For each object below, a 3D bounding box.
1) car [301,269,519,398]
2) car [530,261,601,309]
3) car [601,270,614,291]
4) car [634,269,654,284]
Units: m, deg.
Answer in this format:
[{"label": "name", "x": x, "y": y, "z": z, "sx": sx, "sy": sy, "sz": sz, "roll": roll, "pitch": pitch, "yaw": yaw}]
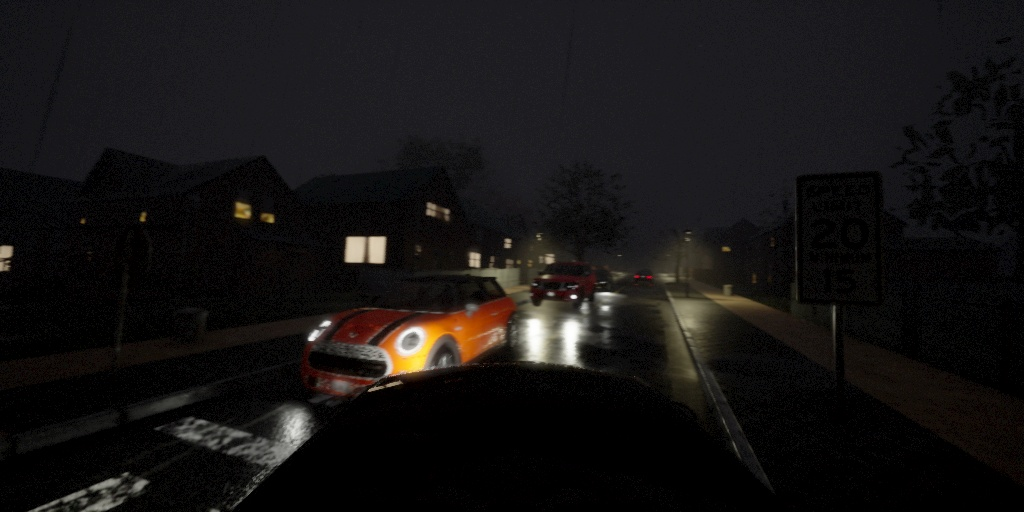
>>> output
[{"label": "car", "x": -1.453, "y": 1.150, "z": 6.771, "sx": 2.097, "sy": 1.767, "sz": 4.553, "roll": 1, "pitch": -1, "yaw": 20}, {"label": "car", "x": 2.660, "y": 1.285, "z": 17.381, "sx": 2.150, "sy": 2.045, "sz": 5.566, "roll": 1, "pitch": -1, "yaw": 22}, {"label": "car", "x": 6.627, "y": 1.817, "z": 27.361, "sx": 1.837, "sy": 1.490, "sz": 4.892, "roll": 1, "pitch": 0, "yaw": 22}, {"label": "car", "x": 14.158, "y": 2.203, "z": 38.445, "sx": 2.033, "sy": 1.411, "sz": 5.357, "roll": 1, "pitch": -1, "yaw": 22}]
